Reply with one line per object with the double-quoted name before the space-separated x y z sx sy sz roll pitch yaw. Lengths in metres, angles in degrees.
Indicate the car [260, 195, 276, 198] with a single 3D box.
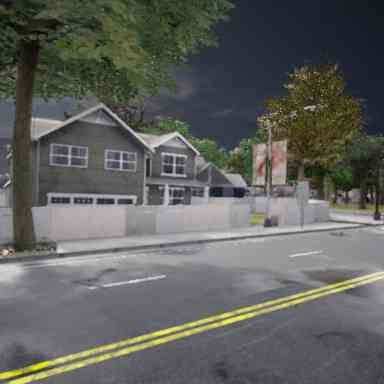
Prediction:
"car" 12.993 1.573 55.659 2.150 2.045 5.566 2 -1 -12
